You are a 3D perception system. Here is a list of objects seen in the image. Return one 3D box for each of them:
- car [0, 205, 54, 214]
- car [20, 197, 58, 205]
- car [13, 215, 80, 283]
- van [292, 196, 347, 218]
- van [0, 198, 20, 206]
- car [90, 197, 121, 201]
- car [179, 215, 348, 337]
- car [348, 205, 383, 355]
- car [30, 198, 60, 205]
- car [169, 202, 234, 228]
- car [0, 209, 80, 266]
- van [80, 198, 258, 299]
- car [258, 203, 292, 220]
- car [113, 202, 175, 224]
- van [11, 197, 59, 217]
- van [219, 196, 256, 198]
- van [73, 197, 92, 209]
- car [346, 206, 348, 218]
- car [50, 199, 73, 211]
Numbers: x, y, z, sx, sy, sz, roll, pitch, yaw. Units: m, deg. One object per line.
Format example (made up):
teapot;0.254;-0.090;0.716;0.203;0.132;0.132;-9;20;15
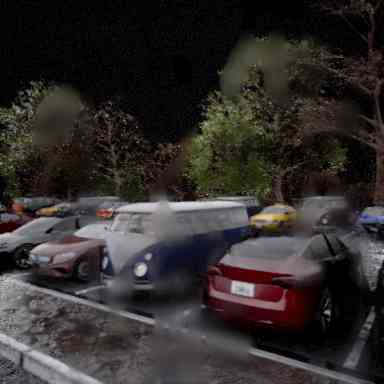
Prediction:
car;-9.208;1.585;14.849;2.097;1.535;5.008;-1;0;36
car;-14.947;1.516;35.067;2.435;2.045;5.566;-1;-1;36
car;-2.436;1.537;10.000;2.002;1.452;4.674;-1;0;36
van;7.493;1.240;18.832;1.878;1.987;4.442;-1;0;36
van;-11.403;1.389;16.556;1.878;1.987;4.442;-1;0;36
car;-5.973;1.516;28.572;2.185;1.767;4.553;-1;0;36
car;2.099;1.468;6.787;2.163;1.488;4.792;0;0;36
car;4.336;1.173;5.185;2.435;2.045;5.566;0;0;36
car;-12.817;1.729;33.281;1.946;1.575;5.366;-1;-1;36
car;0.802;1.555;23.756;2.231;1.521;4.892;-1;0;36
car;-4.714;1.556;11.590;2.163;1.488;4.792;-1;0;36
van;-0.250;1.242;8.289;1.878;1.987;4.442;-1;0;36
car;5.204;1.492;20.386;1.946;1.575;5.366;-1;0;36
car;-3.805;1.614;27.054;2.097;1.535;5.008;-1;0;36
van;-17.246;1.589;36.822;1.878;1.987;4.442;-1;-1;36
van;3.124;1.298;22.245;1.878;1.987;4.442;-1;0;36
van;-8.140;1.445;30.305;1.878;1.987;4.442;-1;0;36
car;9.818;1.436;17.318;2.097;1.535;5.008;-1;0;36
car;-10.463;1.702;31.816;2.231;1.521;4.892;-1;0;36
